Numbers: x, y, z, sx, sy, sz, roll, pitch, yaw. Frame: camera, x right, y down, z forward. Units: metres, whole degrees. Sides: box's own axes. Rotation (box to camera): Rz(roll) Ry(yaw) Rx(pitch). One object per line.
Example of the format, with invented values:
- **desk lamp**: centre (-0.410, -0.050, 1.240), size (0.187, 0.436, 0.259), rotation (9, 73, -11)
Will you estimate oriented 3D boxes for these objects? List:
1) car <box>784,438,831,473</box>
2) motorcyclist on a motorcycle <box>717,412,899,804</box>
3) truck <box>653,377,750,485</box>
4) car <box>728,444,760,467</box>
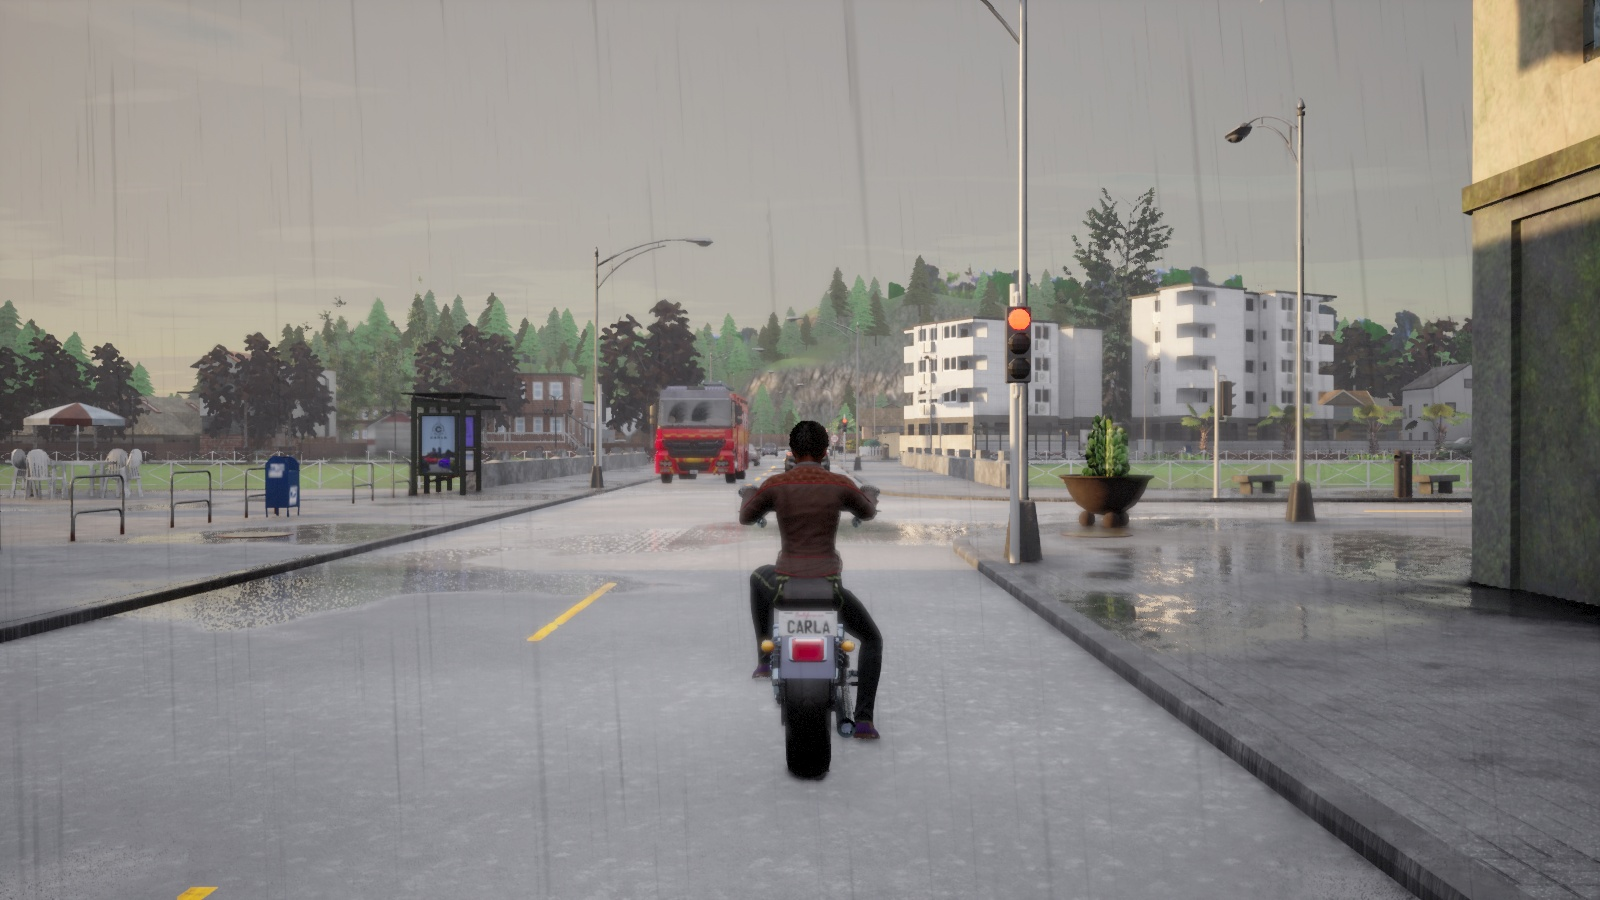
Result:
- **car**: centre (0.351, 0.243, 61.720), size (2.242, 1.667, 4.611), rotation (0, 0, 0)
- **motorcyclist on a motorcycle**: centre (0.046, 0.660, 6.456), size (0.766, 1.649, 2.350), rotation (0, 0, 1)
- **truck**: centre (-3.681, -0.697, 48.919), size (2.891, 3.827, 8.468), rotation (0, 0, 2)
- **car**: centre (-3.579, 0.313, 80.897), size (1.812, 1.442, 4.674), rotation (0, 0, 1)
